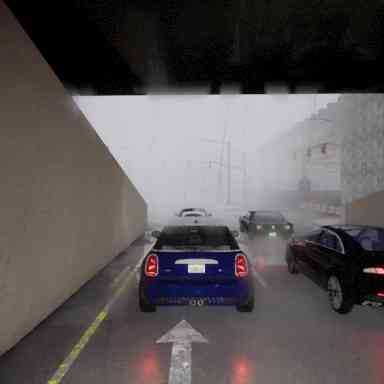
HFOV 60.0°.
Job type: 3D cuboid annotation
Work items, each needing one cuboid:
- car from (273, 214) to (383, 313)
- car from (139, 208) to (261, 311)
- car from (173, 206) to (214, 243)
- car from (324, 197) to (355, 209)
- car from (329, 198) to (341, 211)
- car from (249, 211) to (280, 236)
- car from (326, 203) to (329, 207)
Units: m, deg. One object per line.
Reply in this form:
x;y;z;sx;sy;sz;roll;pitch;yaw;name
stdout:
3.581;1.491;7.644;2.128;1.511;4.902;0;0;0;car
0.082;1.352;7.910;2.097;1.767;4.553;0;0;0;car
0.065;1.525;16.961;1.812;1.442;4.674;0;0;0;car
17.543;1.294;39.397;1.853;1.218;4.536;0;0;45;car
17.406;1.452;34.753;2.038;1.542;4.974;0;0;-35;car
3.587;1.600;16.970;1.895;1.301;4.718;0;0;0;car
17.507;1.452;39.360;2.038;1.542;4.974;0;0;45;car
